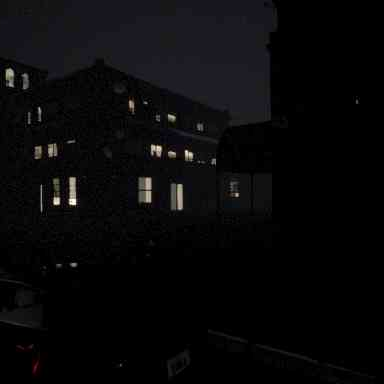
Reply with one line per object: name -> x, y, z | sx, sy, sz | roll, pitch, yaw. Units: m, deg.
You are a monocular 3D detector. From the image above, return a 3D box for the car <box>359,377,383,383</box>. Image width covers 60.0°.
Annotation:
car -> 2.706, 1.544, 0.960 | 4.507, 1.381, 1.887 | 0, -1, 35

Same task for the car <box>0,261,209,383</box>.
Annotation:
car -> -1.811, 1.567, 4.178 | 4.313, 1.339, 1.947 | 0, -1, 35
